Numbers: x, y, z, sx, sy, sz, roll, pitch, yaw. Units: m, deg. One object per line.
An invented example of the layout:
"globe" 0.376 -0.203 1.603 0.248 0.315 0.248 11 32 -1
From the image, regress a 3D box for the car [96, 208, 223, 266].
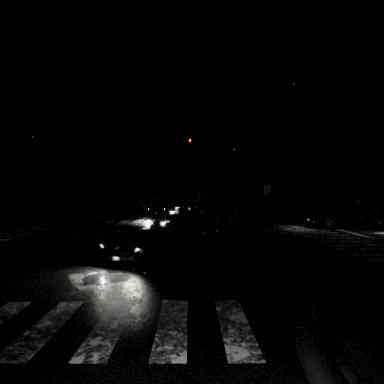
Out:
"car" -0.857 1.540 11.926 2.033 1.411 5.357 0 0 31

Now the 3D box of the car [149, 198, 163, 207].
"car" -5.627 1.650 52.713 1.802 1.307 4.206 0 0 0

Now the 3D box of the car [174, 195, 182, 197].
"car" -3.083 1.632 52.887 1.994 1.385 4.181 0 0 0

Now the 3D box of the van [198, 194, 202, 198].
"van" 2.409 1.421 58.208 1.690 1.788 3.998 0 0 0

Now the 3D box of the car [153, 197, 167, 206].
"car" -5.616 1.631 58.224 2.008 1.369 4.403 0 0 0

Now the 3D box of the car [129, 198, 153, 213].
"car" -5.661 1.478 36.181 1.967 1.590 4.097 0 0 0

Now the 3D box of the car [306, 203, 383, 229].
"car" 9.654 1.469 20.663 4.892 1.490 1.837 0 0 0

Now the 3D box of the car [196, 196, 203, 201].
"car" 2.064 1.693 90.133 1.812 1.442 4.674 0 0 0

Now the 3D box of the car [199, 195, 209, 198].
"car" 2.398 1.634 52.697 1.947 1.339 4.313 0 0 0

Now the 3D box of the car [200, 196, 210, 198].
"car" 2.387 1.639 47.187 1.802 1.307 4.206 0 0 0

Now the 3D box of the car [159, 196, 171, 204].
"car" -5.594 1.548 69.245 1.967 1.590 4.097 0 0 0

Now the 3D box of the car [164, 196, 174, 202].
"car" -5.571 1.690 80.267 2.008 1.369 4.403 0 0 0

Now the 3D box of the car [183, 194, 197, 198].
"car" -0.213 1.658 63.981 1.994 1.385 4.181 0 0 0

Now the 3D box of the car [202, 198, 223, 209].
"car" 2.364 1.604 36.164 1.947 1.339 4.313 0 0 0

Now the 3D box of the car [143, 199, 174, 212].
"car" -3.150 1.633 32.061 1.895 1.301 4.718 0 0 1

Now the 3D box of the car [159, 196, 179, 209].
"car" -3.107 1.612 42.017 1.994 1.385 4.181 0 0 1

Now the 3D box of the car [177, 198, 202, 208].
"car" -0.218 1.598 33.892 1.994 1.385 4.181 0 0 1
